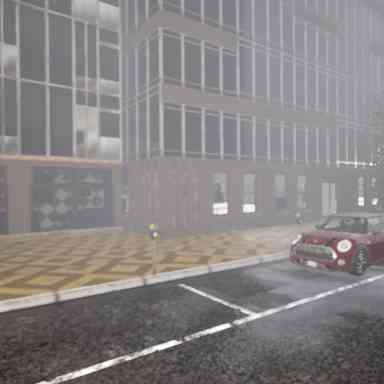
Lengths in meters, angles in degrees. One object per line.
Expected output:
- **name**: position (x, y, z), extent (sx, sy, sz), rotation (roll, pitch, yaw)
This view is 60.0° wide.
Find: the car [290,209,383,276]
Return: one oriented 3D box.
- **car**: position (4.804, 1.363, 9.988), extent (4.097, 1.590, 1.967), rotation (-1, 0, -36)
